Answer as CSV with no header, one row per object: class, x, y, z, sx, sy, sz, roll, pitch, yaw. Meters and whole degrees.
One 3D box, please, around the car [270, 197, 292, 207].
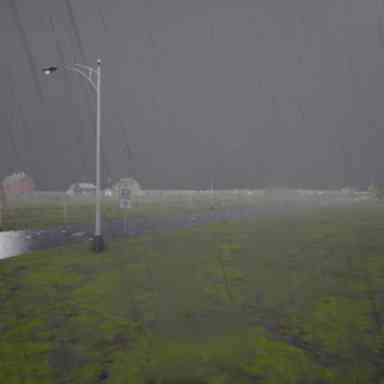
car,13.597,1.483,50.456,2.033,1.411,5.357,1,0,34
